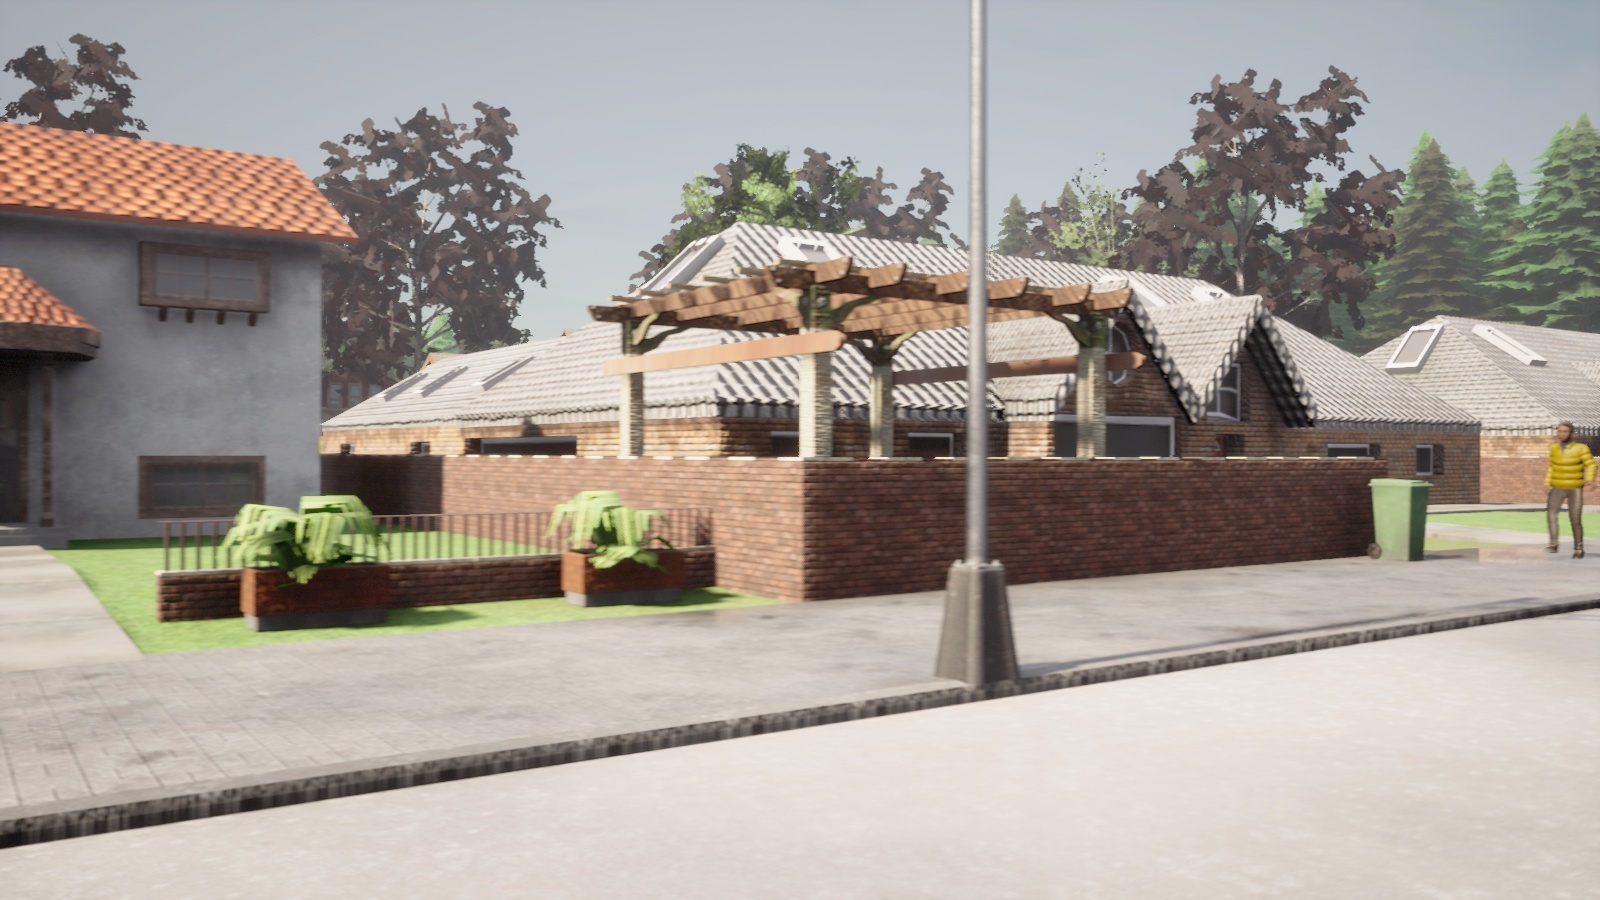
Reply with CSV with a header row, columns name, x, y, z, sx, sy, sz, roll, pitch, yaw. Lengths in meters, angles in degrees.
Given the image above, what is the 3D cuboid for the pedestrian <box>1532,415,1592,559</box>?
name,x,y,z,sx,sy,sz,roll,pitch,yaw
pedestrian,10.009,0.474,16.501,0.709,1.840,0.431,0,0,-37
